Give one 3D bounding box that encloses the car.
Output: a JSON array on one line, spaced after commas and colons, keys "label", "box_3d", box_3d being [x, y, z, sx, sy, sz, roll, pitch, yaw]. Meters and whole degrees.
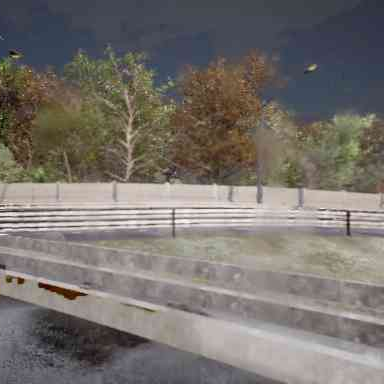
[{"label": "car", "box_3d": [7.493, 1.724, 23.521, 4.902, 1.511, 2.128, 2, 0, -14]}]
